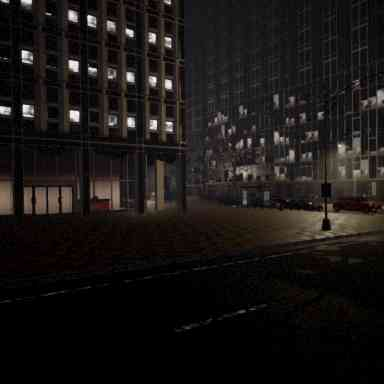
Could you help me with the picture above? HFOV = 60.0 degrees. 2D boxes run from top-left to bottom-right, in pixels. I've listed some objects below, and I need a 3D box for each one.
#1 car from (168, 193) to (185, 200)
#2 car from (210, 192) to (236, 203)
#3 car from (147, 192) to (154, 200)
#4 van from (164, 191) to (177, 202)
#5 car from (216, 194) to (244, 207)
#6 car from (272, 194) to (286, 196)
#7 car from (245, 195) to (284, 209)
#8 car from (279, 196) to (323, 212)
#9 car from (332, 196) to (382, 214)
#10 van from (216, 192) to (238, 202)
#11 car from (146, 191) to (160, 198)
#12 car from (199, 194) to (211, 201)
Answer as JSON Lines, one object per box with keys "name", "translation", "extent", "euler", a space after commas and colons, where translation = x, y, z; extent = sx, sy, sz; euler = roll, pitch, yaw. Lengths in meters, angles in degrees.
{"name": "car", "translation": [-3.376, 0.935, 73.842], "extent": [1.802, 1.307, 4.206], "euler": [0, 1, -34]}
{"name": "car", "translation": [5.439, 1.175, 50.783], "extent": [1.837, 1.490, 4.892], "euler": [-1, 1, -34]}
{"name": "car", "translation": [-10.285, 1.039, 69.098], "extent": [2.008, 1.369, 4.403], "euler": [0, 1, -34]}
{"name": "van", "translation": [-3.849, 0.937, 59.725], "extent": [1.690, 1.788, 3.998], "euler": [0, 1, -34]}
{"name": "car", "translation": [5.759, 1.319, 45.644], "extent": [1.947, 1.339, 4.313], "euler": [0, 1, -34]}
{"name": "car", "translation": [11.296, 1.117, 42.234], "extent": [2.097, 1.767, 4.553], "euler": [-1, 1, -34]}
{"name": "car", "translation": [8.928, 1.387, 40.927], "extent": [1.802, 1.307, 4.206], "euler": [0, 1, -34]}
{"name": "car", "translation": [12.132, 1.423, 36.230], "extent": [1.947, 1.339, 4.313], "euler": [0, 1, -34]}
{"name": "car", "translation": [16.892, 1.206, 34.084], "extent": [2.097, 1.767, 4.553], "euler": [-1, 1, -35]}
{"name": "van", "translation": [6.276, 0.855, 59.783], "extent": [1.690, 1.788, 3.998], "euler": [0, 1, -34]}
{"name": "car", "translation": [-9.812, 0.686, 83.209], "extent": [1.967, 1.590, 4.097], "euler": [0, 1, -34]}
{"name": "car", "translation": [3.059, 1.043, 64.471], "extent": [1.802, 1.307, 4.206], "euler": [0, 1, -34]}
